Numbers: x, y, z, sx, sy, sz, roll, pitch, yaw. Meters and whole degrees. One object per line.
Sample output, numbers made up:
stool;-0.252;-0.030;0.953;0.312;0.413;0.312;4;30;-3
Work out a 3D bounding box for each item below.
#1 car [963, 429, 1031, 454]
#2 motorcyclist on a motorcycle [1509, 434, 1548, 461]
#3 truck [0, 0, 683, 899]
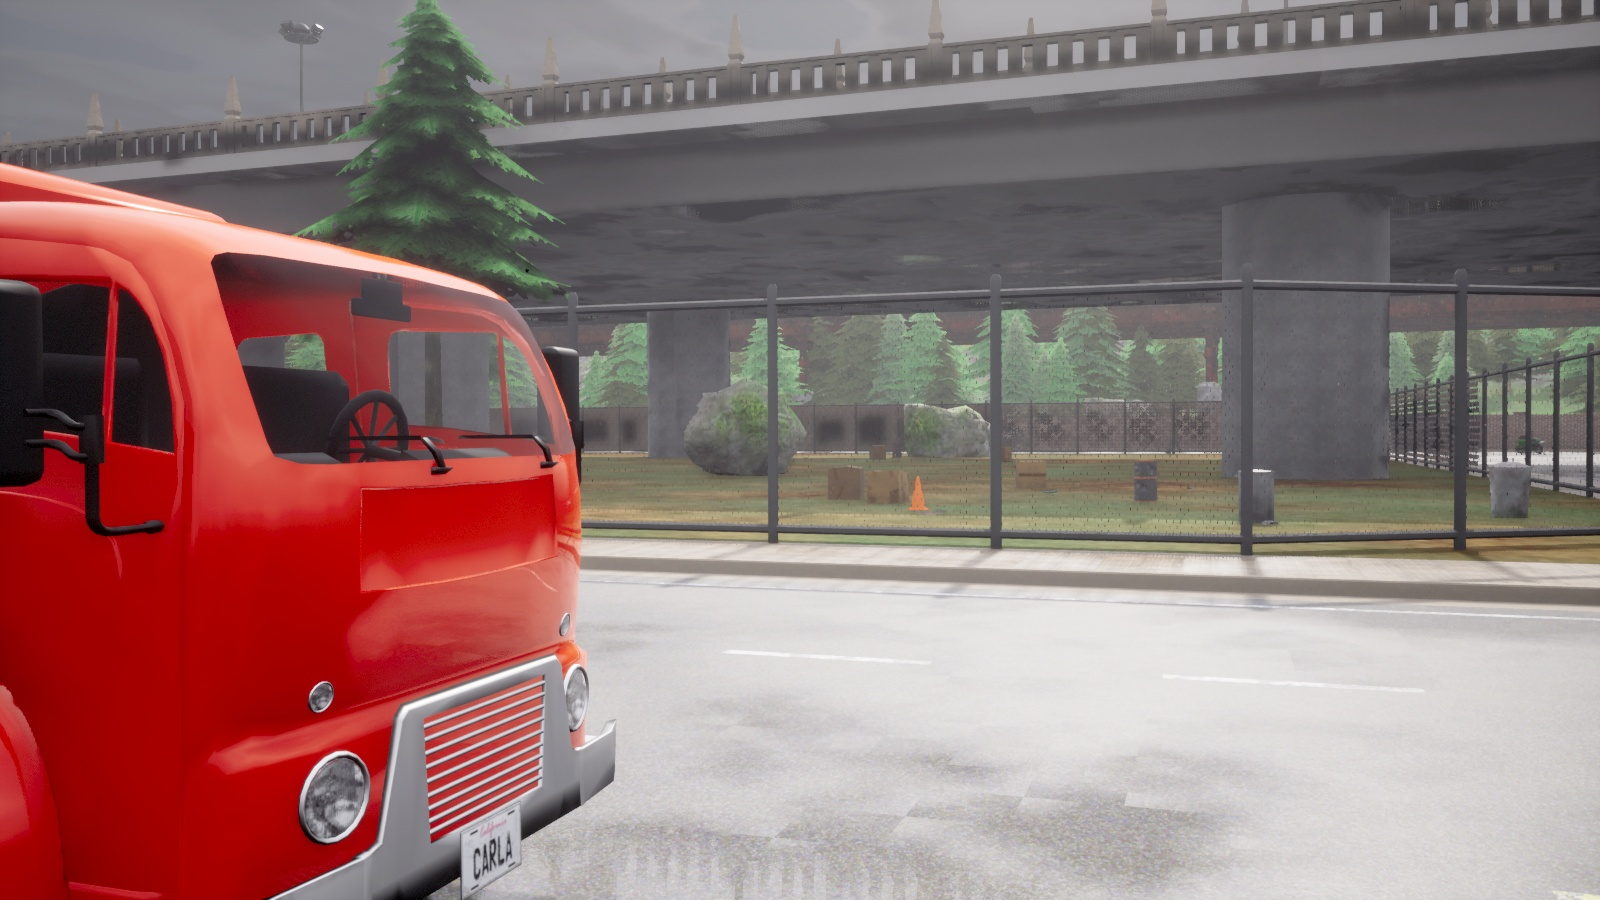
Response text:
car;14.265;-0.663;90.994;4.553;1.767;2.097;1;1;18
motorcyclist on a motorcycle;43.225;-0.167;74.520;0.797;1.523;2.044;-2;2;-15
truck;-3.327;0.258;4.304;5.204;2.467;2.627;1;1;19
